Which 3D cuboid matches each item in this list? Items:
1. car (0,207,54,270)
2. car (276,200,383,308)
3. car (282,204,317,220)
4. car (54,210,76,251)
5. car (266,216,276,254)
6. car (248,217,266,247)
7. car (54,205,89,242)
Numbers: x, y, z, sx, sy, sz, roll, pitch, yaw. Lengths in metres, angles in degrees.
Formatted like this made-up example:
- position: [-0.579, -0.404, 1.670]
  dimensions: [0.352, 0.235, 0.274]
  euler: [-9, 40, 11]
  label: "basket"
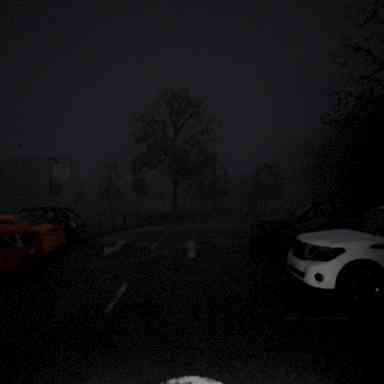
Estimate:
- position: [-7.153, 1.282, 9.149]
  dimensions: [5.566, 2.045, 2.435]
  euler: [0, 0, 0]
  label: "car"
- position: [5.066, 1.266, 7.525]
  dimensions: [5.566, 2.045, 2.435]
  euler: [0, -1, 0]
  label: "car"
- position: [11.843, 2.130, 36.375]
  dimensions: [1.882, 1.535, 5.008]
  euler: [-1, -2, 39]
  label: "car"
- position: [-7.189, 1.570, 12.063]
  dimensions: [5.008, 1.535, 2.097]
  euler: [0, -1, 0]
  label: "car"
- position: [5.076, 1.549, 10.315]
  dimensions: [4.892, 1.521, 2.231]
  euler: [0, -1, 0]
  label: "car"
- position: [5.042, 1.330, 12.987]
  dimensions: [5.566, 2.045, 2.435]
  euler: [0, -1, 0]
  label: "car"
- position: [-7.176, 1.482, 15.101]
  dimensions: [4.553, 1.767, 2.185]
  euler: [0, -1, 0]
  label: "car"
